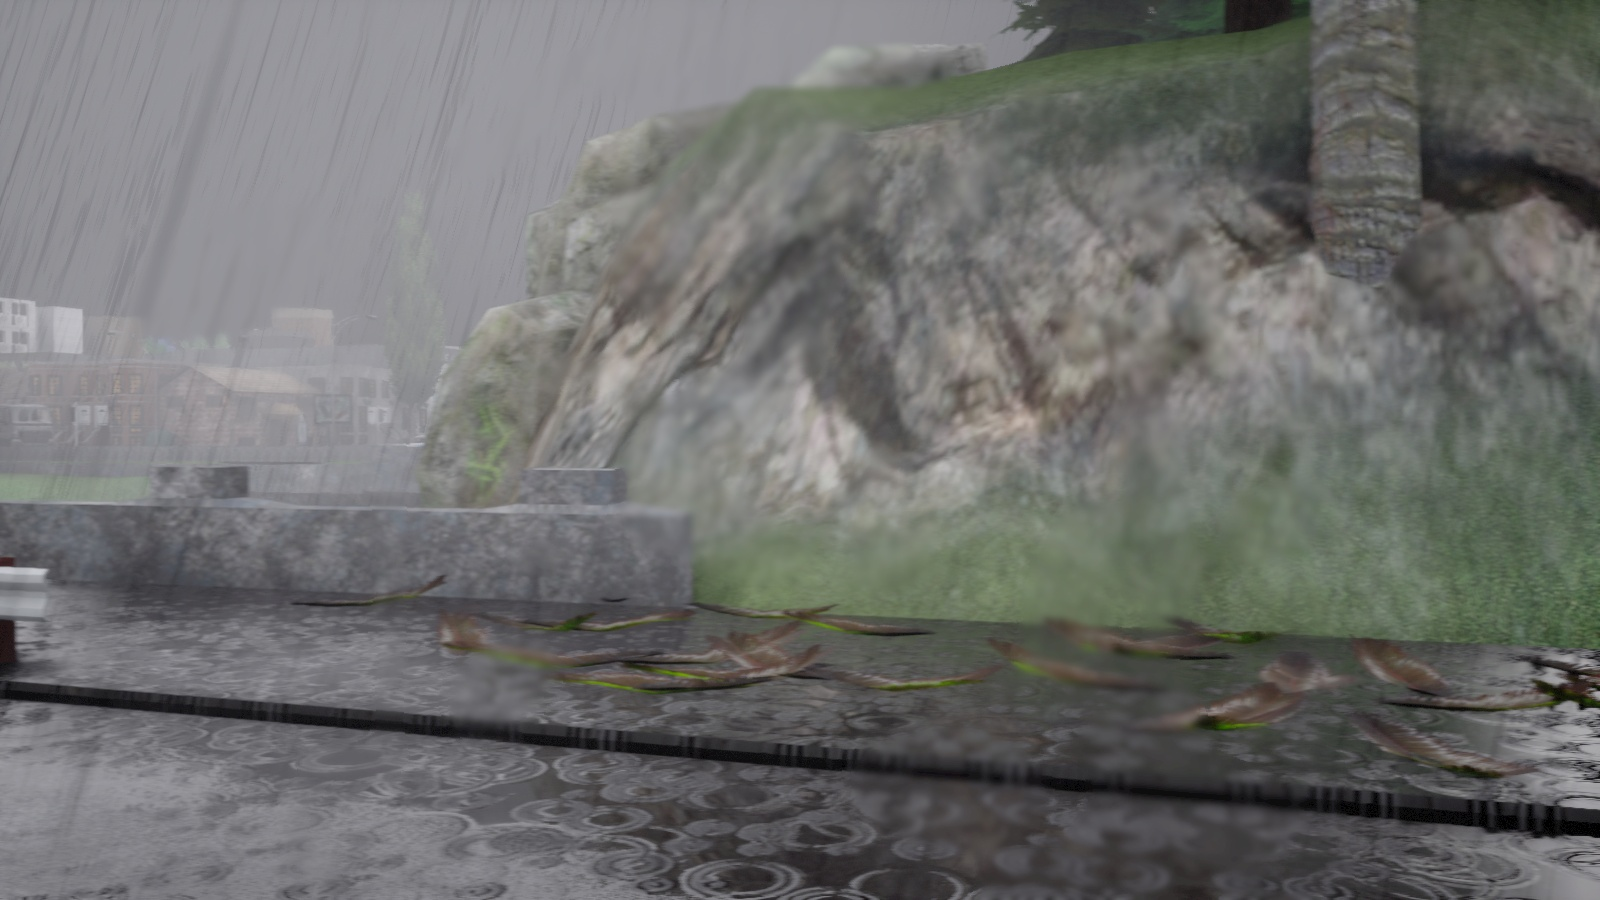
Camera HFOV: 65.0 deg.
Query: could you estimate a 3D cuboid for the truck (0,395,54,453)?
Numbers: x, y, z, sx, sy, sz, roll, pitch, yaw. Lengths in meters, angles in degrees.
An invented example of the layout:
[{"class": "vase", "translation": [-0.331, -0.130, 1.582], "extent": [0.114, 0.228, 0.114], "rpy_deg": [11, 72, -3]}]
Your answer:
[{"class": "truck", "translation": [-50.035, -1.581, 77.028], "extent": [7.936, 3.462, 2.891], "rpy_deg": [1, 1, 19]}]
